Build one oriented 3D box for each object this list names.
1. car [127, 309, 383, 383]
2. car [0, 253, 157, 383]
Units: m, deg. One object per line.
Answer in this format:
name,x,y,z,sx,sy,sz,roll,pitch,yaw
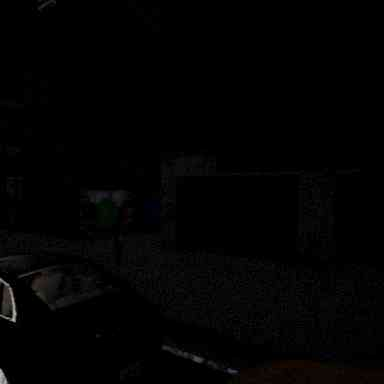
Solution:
car,2.090,1.531,1.354,4.829,1.417,1.752,0,0,36
car,-2.384,1.525,4.554,4.403,1.369,2.008,0,0,36
